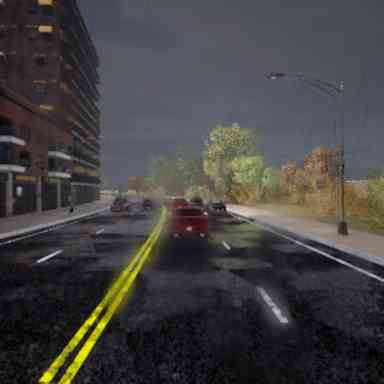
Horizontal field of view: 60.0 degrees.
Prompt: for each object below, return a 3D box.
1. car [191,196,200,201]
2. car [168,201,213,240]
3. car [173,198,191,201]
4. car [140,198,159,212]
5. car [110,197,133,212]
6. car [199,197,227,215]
[{"bbox_3d":[0.677,1.449,50.501,1.837,1.490,4.892,0,1,-6],"label":"car"},{"bbox_3d":[-0.209,1.469,17.002,1.882,1.535,5.008,0,0,-2],"label":"car"},{"bbox_3d":[-1.485,1.449,39.306,1.882,1.535,5.008,0,0,-5],"label":"car"},{"bbox_3d":[-4.864,1.491,38.390,1.837,1.490,4.892,0,1,-4],"label":"car"},{"bbox_3d":[-8.138,1.356,38.565,2.097,1.767,4.553,0,0,-4],"label":"car"},{"bbox_3d":[2.236,1.453,32.778,2.128,1.511,4.902,0,0,-4],"label":"car"}]
